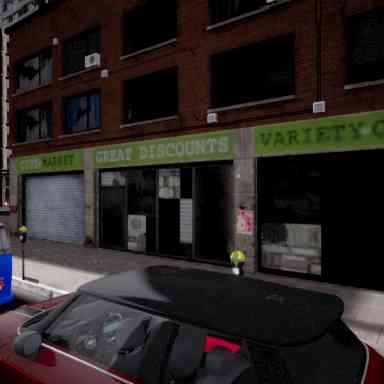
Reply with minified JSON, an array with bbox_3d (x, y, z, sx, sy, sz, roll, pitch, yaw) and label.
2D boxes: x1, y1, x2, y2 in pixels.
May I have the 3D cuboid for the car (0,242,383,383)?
[{"bbox_3d":[-0.457,1.440,3.053,4.097,1.590,1.967,0,0,36],"label":"car"}]

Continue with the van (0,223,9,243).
[{"bbox_3d":[-5.087,1.343,6.361,3.998,1.788,1.690,0,0,36],"label":"van"}]
